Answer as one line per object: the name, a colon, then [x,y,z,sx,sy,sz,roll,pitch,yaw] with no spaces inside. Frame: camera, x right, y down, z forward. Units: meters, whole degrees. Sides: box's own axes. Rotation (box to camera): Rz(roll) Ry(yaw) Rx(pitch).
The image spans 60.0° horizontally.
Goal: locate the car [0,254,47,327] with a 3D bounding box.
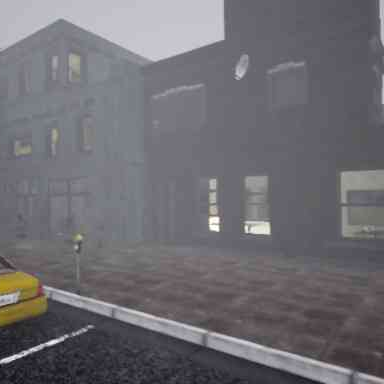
car: [-4.688,1.607,6.307,4.829,1.417,1.752,-1,-1,36]
